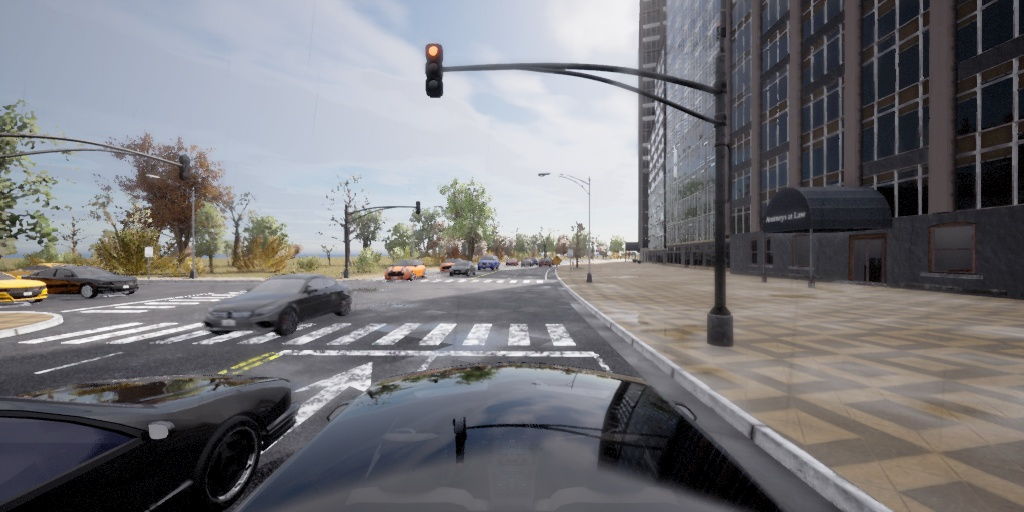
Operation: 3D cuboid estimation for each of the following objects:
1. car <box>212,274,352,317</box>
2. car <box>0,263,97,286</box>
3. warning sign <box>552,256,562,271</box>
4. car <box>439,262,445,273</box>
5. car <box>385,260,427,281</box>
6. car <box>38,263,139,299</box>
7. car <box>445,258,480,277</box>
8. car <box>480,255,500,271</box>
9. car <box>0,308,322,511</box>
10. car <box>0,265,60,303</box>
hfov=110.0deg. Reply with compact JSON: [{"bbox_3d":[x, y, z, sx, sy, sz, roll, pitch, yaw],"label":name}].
[{"bbox_3d":[-6.417,1.274,10.535,1.812,1.442,4.674,0,0,2],"label":"car"},{"bbox_3d":[-32.784,1.277,25.314,5.008,1.535,1.882,0,0,3],"label":"car"},{"bbox_3d":[5.525,0.868,43.921,1.300,1.860,1.060,0,0,7],"label":"warning sign"},{"bbox_3d":[-7.241,1.099,43.647,2.097,1.767,4.553,0,0,7],"label":"car"},{"bbox_3d":[-8.651,1.098,29.450,2.097,1.767,4.553,0,0,5],"label":"car"},{"bbox_3d":[-21.831,1.275,18.126,5.008,1.535,1.882,0,0,4],"label":"car"},{"bbox_3d":[-4.839,1.251,35.618,1.837,1.490,4.892,0,0,6],"label":"car"},{"bbox_3d":[-3.267,0.962,49.447,2.150,2.045,5.566,0,1,8],"label":"car"},{"bbox_3d":[-3.128,1.298,1.222,2.033,1.411,5.357,0,0,1],"label":"car"},{"bbox_3d":[-22.473,1.288,14.906,5.008,1.535,1.882,0,0,3],"label":"car"}]
